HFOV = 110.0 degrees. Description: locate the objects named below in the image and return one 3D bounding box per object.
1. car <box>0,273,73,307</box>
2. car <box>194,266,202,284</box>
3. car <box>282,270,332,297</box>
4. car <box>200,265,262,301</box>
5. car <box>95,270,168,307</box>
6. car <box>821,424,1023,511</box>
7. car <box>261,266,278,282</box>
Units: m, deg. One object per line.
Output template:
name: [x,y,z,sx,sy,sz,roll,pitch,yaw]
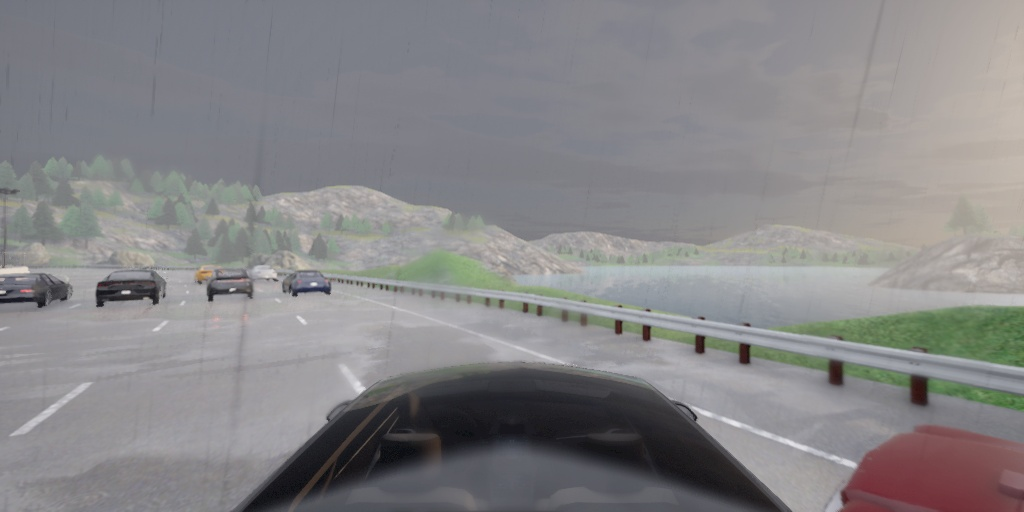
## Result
car: [-21.144,1.451,15.580,2.033,1.411,5.357,1,-1,-40]
car: [-26.177,1.553,31.142,1.882,1.535,5.008,1,-1,-45]
car: [-12.102,1.527,21.064,1.994,1.385,4.181,1,-1,-40]
car: [-14.975,1.434,19.046,2.128,1.511,4.902,1,-1,-40]
car: [-17.632,1.394,16.782,1.882,1.535,5.008,1,-1,-40]
car: [3.314,1.335,0.255,1.895,1.301,4.718,0,-1,-33]
car: [-22.930,1.619,32.827,1.812,1.442,4.674,1,-1,-45]
